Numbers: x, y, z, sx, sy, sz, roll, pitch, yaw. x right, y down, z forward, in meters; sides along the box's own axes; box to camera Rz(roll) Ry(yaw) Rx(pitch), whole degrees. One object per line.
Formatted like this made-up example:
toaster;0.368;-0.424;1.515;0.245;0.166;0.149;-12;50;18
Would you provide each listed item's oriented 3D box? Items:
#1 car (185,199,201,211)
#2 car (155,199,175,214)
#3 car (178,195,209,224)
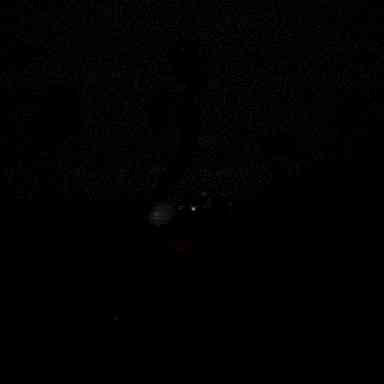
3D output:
car;0.114;1.623;42.037;1.895;1.301;4.718;0;0;0
car;-2.826;1.522;35.501;1.837;1.490;4.892;0;0;0
car;0.107;1.232;24.792;2.150;2.045;5.566;0;0;0
